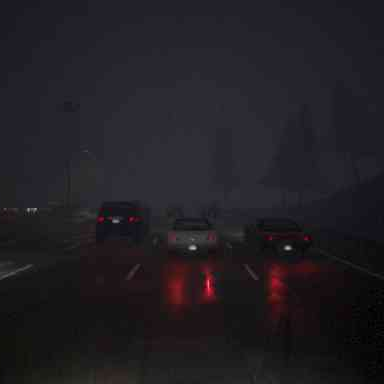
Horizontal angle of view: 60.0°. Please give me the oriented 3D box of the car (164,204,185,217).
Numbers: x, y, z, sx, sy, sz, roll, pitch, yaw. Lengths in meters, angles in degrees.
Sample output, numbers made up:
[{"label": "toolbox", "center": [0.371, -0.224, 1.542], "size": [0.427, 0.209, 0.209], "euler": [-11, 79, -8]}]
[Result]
[{"label": "car", "center": [-1.992, 2.022, 37.356], "size": [1.812, 1.442, 4.674], "euler": [0, -1, -9]}]

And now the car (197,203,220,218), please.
[{"label": "car", "center": [1.748, 1.971, 35.954], "size": [2.128, 1.511, 4.902], "euler": [0, -1, -8]}]

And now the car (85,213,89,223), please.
[{"label": "car", "center": [-8.003, 1.992, 29.423], "size": [1.895, 1.301, 4.718], "euler": [0, -1, -6]}]

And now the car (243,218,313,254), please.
[{"label": "car", "center": [3.488, 1.795, 14.474], "size": [1.895, 1.301, 4.718], "euler": [0, -1, -1]}]

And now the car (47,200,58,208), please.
[{"label": "car", "center": [-27.688, 2.306, 66.273], "size": [1.882, 1.535, 5.008], "euler": [0, -1, -21]}]

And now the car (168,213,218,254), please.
[{"label": "car", "center": [-0.011, 1.795, 14.473], "size": [1.895, 1.301, 4.718], "euler": [0, -1, -1]}]

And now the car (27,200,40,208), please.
[{"label": "car", "center": [-30.934, 2.340, 64.962], "size": [2.128, 1.511, 4.902], "euler": [0, -1, -21]}]

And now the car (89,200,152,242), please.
[{"label": "car", "center": [-3.607, 1.462, 17.932], "size": [2.150, 2.045, 5.566], "euler": [0, -1, -2]}]

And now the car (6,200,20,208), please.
[{"label": "car", "center": [-34.179, 2.326, 63.652], "size": [1.812, 1.442, 4.674], "euler": [0, -1, -21]}]
